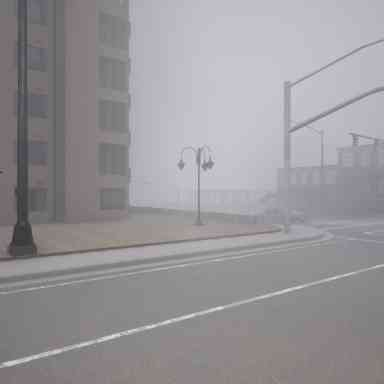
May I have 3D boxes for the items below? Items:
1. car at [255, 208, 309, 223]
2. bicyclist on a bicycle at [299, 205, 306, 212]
[{"bbox_3d":[7.958,2.096,29.830,1.895,1.301,4.718,0,-4,-36],"label":"car"},{"bbox_3d":[13.575,2.464,40.693,1.656,1.620,0.582,0,-8,-35],"label":"bicyclist on a bicycle"}]
